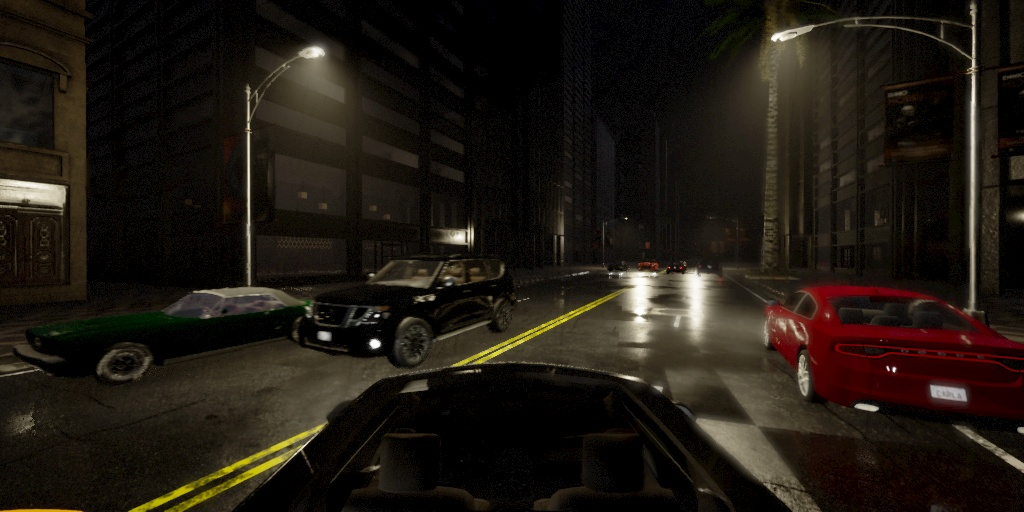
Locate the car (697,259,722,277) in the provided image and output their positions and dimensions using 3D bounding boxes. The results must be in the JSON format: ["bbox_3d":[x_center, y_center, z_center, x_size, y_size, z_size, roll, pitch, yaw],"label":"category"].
[{"bbox_3d":[19.987,1.118,36.307,2.097,1.767,4.553,0,0,27],"label":"car"}]

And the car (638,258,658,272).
[{"bbox_3d":[17.568,1.125,46.233,2.097,1.767,4.553,0,0,27],"label":"car"}]

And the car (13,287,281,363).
[{"bbox_3d":[-6.068,1.351,7.303,1.895,1.301,4.718,0,0,27],"label":"car"}]

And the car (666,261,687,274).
[{"bbox_3d":[18.607,1.317,40.708,2.033,1.411,5.357,0,0,27],"label":"car"}]

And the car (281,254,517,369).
[{"bbox_3d":[-1.852,0.972,8.400,2.150,2.045,5.566,0,0,27],"label":"car"}]

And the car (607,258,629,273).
[{"bbox_3d":[13.479,1.319,45.391,2.033,1.411,5.357,0,0,27],"label":"car"}]

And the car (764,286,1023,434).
[{"bbox_3d":[5.508,1.228,5.796,1.882,1.535,5.008,0,0,27],"label":"car"}]

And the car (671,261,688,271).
[{"bbox_3d":[23.485,1.381,50.212,1.895,1.301,4.718,0,0,27],"label":"car"}]
